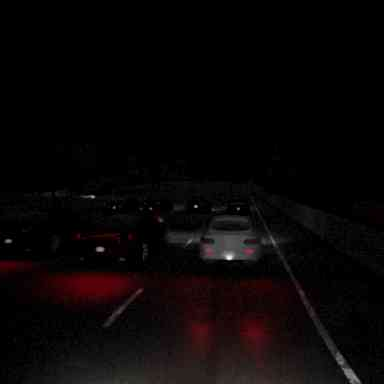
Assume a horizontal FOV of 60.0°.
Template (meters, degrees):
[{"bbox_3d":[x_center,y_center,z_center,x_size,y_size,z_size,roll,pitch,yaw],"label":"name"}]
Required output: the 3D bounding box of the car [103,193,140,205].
[{"bbox_3d":[-6.277,1.092,30.681,1.812,1.442,4.674,0,1,9],"label":"car"}]

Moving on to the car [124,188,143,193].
[{"bbox_3d":[-11.326,0.108,66.810,1.895,1.301,4.718,0,2,9],"label":"car"}]

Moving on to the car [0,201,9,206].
[{"bbox_3d":[-17.572,1.244,27.612,2.033,1.411,5.357,0,1,9],"label":"car"}]

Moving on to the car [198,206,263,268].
[{"bbox_3d":[1.288,1.412,10.875,1.812,1.442,4.674,0,1,8],"label":"car"}]

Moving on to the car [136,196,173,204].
[{"bbox_3d":[-2.942,1.070,29.280,2.128,1.511,4.902,0,1,9],"label":"car"}]

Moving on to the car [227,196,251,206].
[{"bbox_3d":[4.018,1.047,28.484,2.128,1.511,4.902,0,1,9],"label":"car"}]

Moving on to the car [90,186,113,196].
[{"bbox_3d":[-18.198,-0.262,68.174,2.150,2.045,5.566,0,2,9],"label":"car"}]

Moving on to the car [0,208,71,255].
[{"bbox_3d":[-5.449,1.364,13.008,1.882,1.535,5.008,0,1,8],"label":"car"}]

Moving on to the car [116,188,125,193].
[{"bbox_3d":[-14.388,-0.053,69.872,2.128,1.511,4.902,0,2,9],"label":"car"}]

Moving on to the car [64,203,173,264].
[{"bbox_3d":[-2.143,1.371,11.492,1.882,1.535,5.008,0,1,8],"label":"car"}]

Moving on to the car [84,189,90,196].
[{"bbox_3d":[-21.304,-0.037,70.957,1.812,1.442,4.674,0,2,9],"label":"car"}]

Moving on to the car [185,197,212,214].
[{"bbox_3d":[0.633,1.117,29.486,1.994,1.385,4.181,0,1,9],"label":"car"}]
